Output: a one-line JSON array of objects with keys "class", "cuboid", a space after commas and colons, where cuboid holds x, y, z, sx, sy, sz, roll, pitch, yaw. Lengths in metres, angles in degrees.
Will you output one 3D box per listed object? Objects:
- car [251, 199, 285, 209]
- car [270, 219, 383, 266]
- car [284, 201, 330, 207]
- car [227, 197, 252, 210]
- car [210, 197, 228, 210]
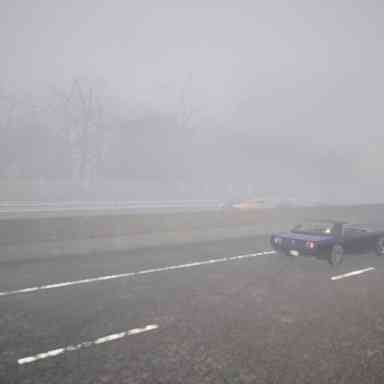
[{"class": "car", "cuboid": [8.107, 1.540, 31.258, 4.674, 1.442, 1.812, 0, 0, -35]}, {"class": "car", "cuboid": [4.991, 1.604, 11.604, 4.718, 1.301, 1.895, 0, 0, -35]}, {"class": "car", "cuboid": [10.399, 1.540, 28.596, 4.674, 1.442, 1.812, 0, 0, -35]}, {"class": "car", "cuboid": [6.417, 1.492, 34.352, 5.008, 1.535, 1.882, 0, 0, -35]}, {"class": "car", "cuboid": [4.187, 1.366, 37.059, 4.553, 1.767, 2.097, 0, 0, -35]}]
